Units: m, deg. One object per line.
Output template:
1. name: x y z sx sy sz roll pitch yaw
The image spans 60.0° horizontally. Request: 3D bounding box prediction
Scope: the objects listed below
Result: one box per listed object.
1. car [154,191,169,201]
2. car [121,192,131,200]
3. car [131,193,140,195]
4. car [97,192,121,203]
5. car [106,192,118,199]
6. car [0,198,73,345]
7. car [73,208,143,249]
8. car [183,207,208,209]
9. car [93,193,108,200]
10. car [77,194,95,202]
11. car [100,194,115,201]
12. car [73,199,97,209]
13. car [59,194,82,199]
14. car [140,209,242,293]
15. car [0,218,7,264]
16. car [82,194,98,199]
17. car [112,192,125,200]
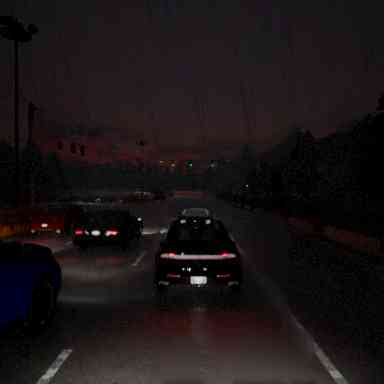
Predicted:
1. car: -6.487 0.744 67.477 2.150 2.045 5.566 0 1 0
2. car: -13.637 1.069 64.433 1.812 1.442 4.674 0 0 1
3. car: -13.531 0.995 74.454 1.812 1.442 4.674 0 0 0
4. car: -13.744 1.134 55.370 1.812 1.442 4.674 0 0 1
5. car: -20.459 0.871 85.133 1.882 1.535 5.008 0 0 0
6. car: -3.384 1.206 3.523 2.150 2.045 5.566 0 0 0
7. car: -3.334 1.455 14.113 2.033 1.411 5.357 0 0 0
8. car: 0.194 1.477 18.387 1.895 1.301 4.718 0 0 0
9. car: -20.528 0.945 74.914 1.882 1.535 5.008 0 0 0
10. car: -20.609 1.140 64.973 1.895 1.301 4.718 0 0 1
11. car: -17.079 1.086 67.315 1.994 1.385 4.181 0 0 0
12. car: -6.850 1.358 17.838 1.882 1.535 5.008 0 1 -1
13. car: -20.730 1.084 55.639 1.882 1.535 5.008 0 0 2
14. car: 0.136 1.439 8.735 2.128 1.511 4.902 0 0 0
15. car: -6.872 1.513 8.400 1.994 1.385 4.181 0 0 1
16. car: -17.221 1.158 57.339 1.994 1.385 4.181 0 0 1
17. car: -17.011 0.804 77.448 2.097 1.767 4.553 0 0 0
